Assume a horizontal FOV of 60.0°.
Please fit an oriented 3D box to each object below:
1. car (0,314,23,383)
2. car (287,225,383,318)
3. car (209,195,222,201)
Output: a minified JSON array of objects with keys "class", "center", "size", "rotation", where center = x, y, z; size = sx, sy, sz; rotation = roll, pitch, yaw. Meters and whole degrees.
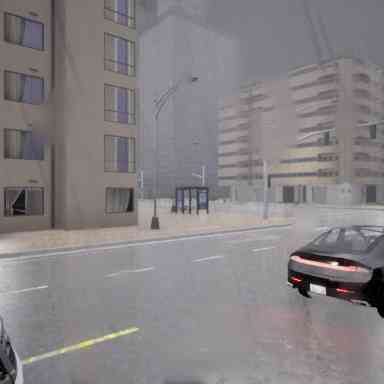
[{"class":"car","center":[-3.785,1.221,1.347],"size":[5.566,2.045,2.150],"rotation":[0,0,-32]},{"class":"car","center":[4.096,1.492,7.353],"size":[4.902,1.511,2.128],"rotation":[0,0,-39]},{"class":"car","center":[5.123,1.581,81.399],"size":[4.902,1.511,2.128],"rotation":[0,0,-40]}]
